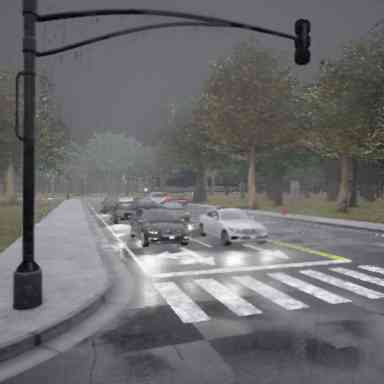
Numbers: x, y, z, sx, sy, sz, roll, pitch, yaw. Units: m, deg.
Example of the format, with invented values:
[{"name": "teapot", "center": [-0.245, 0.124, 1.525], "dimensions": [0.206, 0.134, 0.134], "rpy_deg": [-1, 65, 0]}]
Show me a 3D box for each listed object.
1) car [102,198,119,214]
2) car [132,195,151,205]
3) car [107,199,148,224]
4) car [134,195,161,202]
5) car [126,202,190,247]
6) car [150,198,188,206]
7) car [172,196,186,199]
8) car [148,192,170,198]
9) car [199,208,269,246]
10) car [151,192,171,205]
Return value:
[{"name": "car", "center": [-8.092, 1.350, 33.741], "dimensions": [1.837, 1.490, 4.892], "rpy_deg": [0, 0, -19]}, {"name": "car", "center": [-8.384, 1.273, 54.766], "dimensions": [2.128, 1.511, 4.902], "rpy_deg": [0, 0, -19]}, {"name": "car", "center": [-4.750, 1.451, 24.044], "dimensions": [1.994, 1.385, 4.181], "rpy_deg": [0, 0, -19]}, {"name": "car", "center": [-4.946, 1.342, 34.606], "dimensions": [1.882, 1.535, 5.008], "rpy_deg": [0, 0, -19]}, {"name": "car", "center": [-1.539, 1.431, 14.735], "dimensions": [1.837, 1.490, 4.892], "rpy_deg": [0, 0, -19]}, {"name": "car", "center": [-1.567, 1.432, 24.769], "dimensions": [1.812, 1.442, 4.674], "rpy_deg": [0, 0, -19]}, {"name": "car", "center": [-1.963, 1.346, 46.278], "dimensions": [2.128, 1.511, 4.902], "rpy_deg": [0, 0, -18]}, {"name": "car", "center": [-4.973, 1.058, 45.052], "dimensions": [2.150, 2.045, 5.566], "rpy_deg": [0, 0, -18]}, {"name": "car", "center": [1.713, 1.473, 15.281], "dimensions": [1.812, 1.442, 4.674], "rpy_deg": [0, 0, -17]}, {"name": "car", "center": [-5.320, 1.021, 55.854], "dimensions": [2.150, 2.045, 5.566], "rpy_deg": [0, 0, -19]}]
